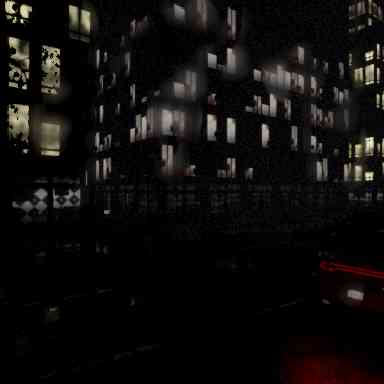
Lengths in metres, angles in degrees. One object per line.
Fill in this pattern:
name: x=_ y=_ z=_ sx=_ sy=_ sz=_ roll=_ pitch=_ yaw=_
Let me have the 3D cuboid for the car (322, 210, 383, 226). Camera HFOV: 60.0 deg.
car: x=8.140 y=1.563 z=16.226 sx=4.313 sy=1.339 sz=1.947 roll=0 pitch=0 yaw=-36

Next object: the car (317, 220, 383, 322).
car: x=4.604 y=1.477 z=6.719 sx=5.008 sy=1.535 sz=1.882 roll=0 pitch=0 yaw=-36
